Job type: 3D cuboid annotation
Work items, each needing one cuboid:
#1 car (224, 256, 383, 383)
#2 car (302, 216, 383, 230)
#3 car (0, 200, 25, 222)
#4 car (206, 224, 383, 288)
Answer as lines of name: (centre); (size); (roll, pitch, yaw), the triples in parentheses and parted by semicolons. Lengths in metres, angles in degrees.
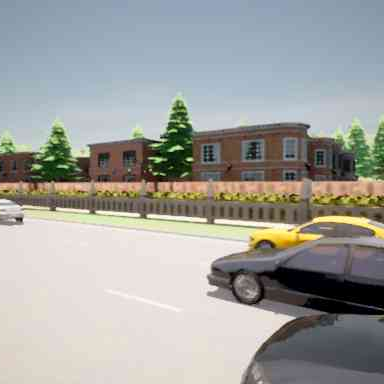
car: (2.411, 1.574, 2.272); (4.181, 1.385, 1.994); (1, 1, 35)
car: (4.057, 1.449, 9.696); (5.008, 1.535, 1.882); (1, 1, 35)
car: (-12.698, 1.223, 21.632); (4.674, 1.442, 1.812); (1, 1, 35)
car: (2.921, 1.533, 6.208); (5.357, 1.411, 2.033); (1, 1, 35)
